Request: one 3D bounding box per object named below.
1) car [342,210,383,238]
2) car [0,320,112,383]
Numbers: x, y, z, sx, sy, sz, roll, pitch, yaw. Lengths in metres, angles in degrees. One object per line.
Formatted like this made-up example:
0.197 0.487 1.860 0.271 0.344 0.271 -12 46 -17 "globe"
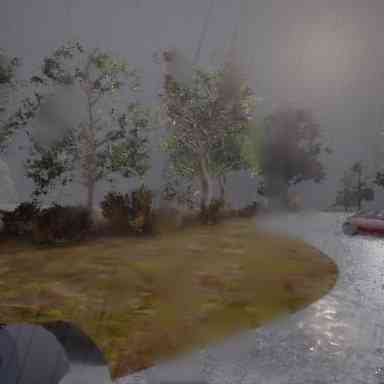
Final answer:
9.400 1.588 16.036 1.994 1.385 4.181 0 0 -23 "car"
-2.658 1.489 1.169 4.902 1.511 2.128 0 0 -36 "car"
